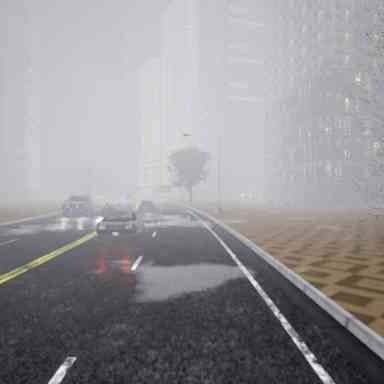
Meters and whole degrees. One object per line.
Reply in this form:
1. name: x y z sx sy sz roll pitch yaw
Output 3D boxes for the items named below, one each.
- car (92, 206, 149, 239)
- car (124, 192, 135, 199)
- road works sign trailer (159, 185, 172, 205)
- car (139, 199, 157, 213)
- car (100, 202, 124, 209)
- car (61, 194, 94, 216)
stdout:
1. car: -3.579 1.638 17.480 1.895 1.301 4.718 0 0 -2
2. car: -14.113 1.031 74.902 2.150 2.045 5.566 0 0 -11
3. road works sign trailer: -5.011 0.516 61.731 2.380 3.560 2.880 0 0 -10
4. car: -5.135 1.579 38.472 1.812 1.442 4.674 0 0 -6
5. car: -8.144 1.659 34.014 1.895 1.301 4.718 0 0 -5
6. car: -11.364 1.284 33.541 2.150 2.045 5.566 0 0 -5
